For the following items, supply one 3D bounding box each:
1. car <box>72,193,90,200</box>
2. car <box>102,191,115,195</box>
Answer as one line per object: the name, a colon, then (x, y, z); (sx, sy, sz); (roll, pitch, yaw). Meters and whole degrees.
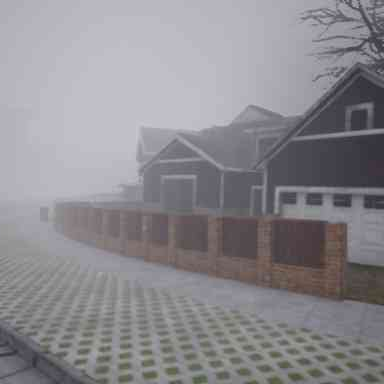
car: (-19.780, 0.901, 60.799); (1.895, 1.301, 4.718); (2, 2, 13)
car: (-17.291, 0.502, 70.600); (1.812, 1.442, 4.674); (2, 2, 20)
